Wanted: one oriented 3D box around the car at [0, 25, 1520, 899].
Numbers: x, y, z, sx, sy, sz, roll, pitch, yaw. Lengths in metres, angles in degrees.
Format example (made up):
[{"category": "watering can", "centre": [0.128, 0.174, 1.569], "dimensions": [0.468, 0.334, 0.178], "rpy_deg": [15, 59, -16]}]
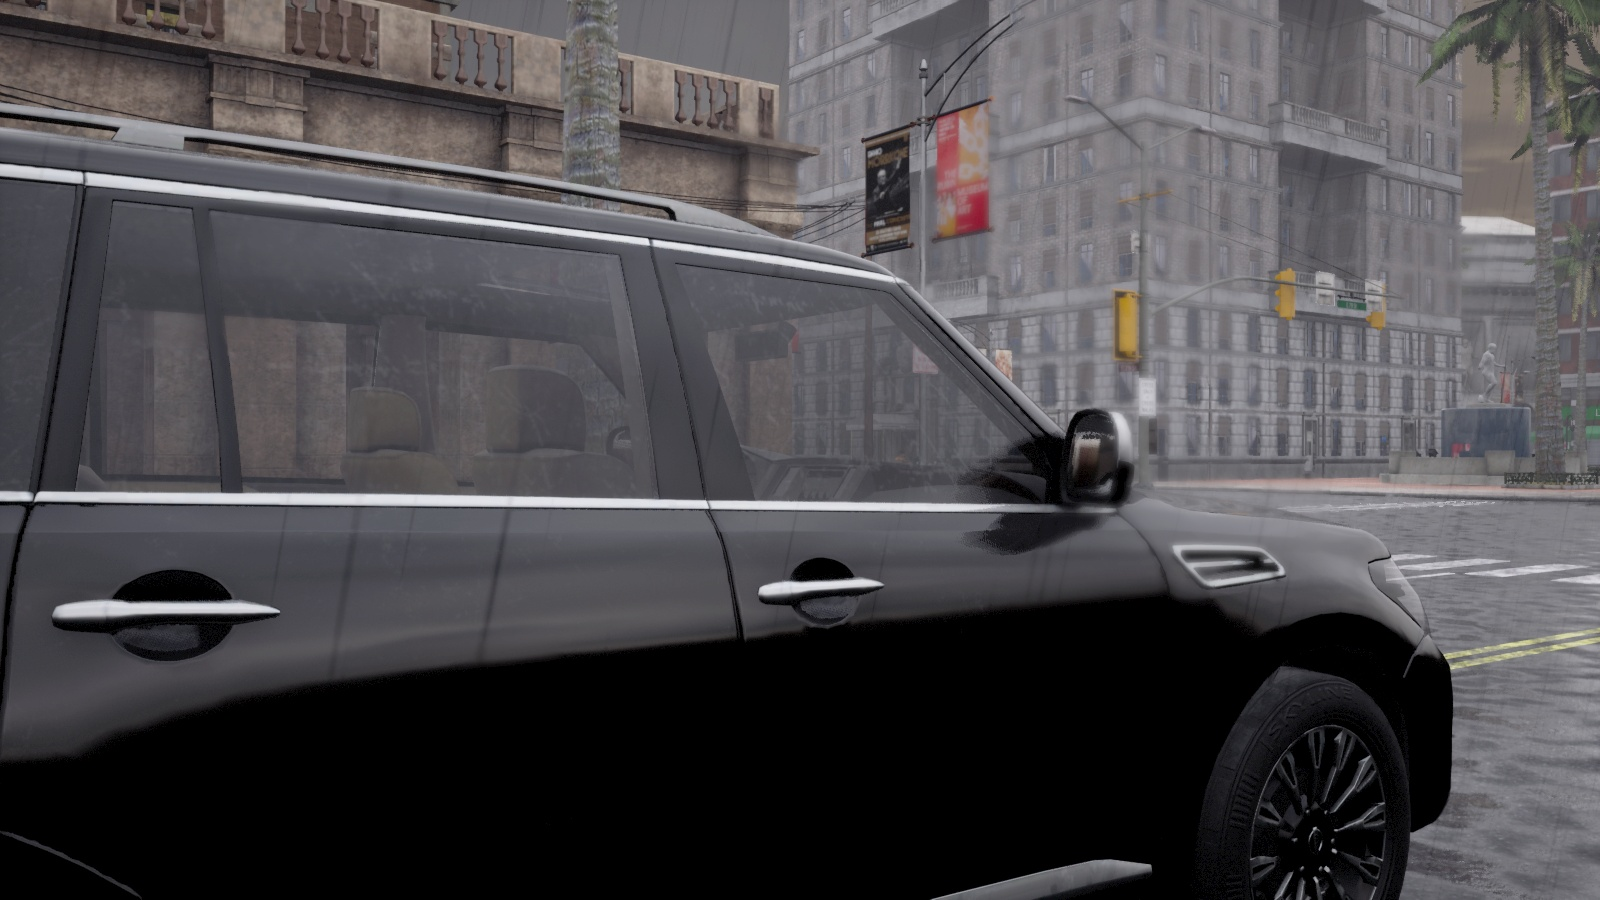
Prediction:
[{"category": "car", "centre": [-0.661, 0.473, 3.201], "dimensions": [5.566, 2.045, 2.150], "rpy_deg": [0, 0, -35]}]
